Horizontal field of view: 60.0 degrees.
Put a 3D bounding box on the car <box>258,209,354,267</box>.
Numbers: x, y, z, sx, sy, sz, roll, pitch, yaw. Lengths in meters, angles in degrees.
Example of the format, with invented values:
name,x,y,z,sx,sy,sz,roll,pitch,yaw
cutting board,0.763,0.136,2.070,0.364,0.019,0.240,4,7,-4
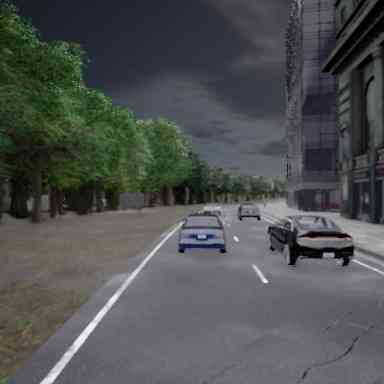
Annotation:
name,x,y,z,sx,sy,sz,roll,pitch,yaw
car,3.880,1.553,11.641,2.128,1.511,4.902,0,0,2

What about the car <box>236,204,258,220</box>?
name,x,y,z,sx,sy,sz,roll,pitch,yaw
car,5.049,1.759,29.961,2.033,1.411,5.357,0,-1,5

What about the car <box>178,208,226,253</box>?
name,x,y,z,sx,sy,sz,roll,pitch,yaw
car,0.459,1.622,14.115,2.033,1.411,5.357,0,0,3

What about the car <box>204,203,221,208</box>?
name,x,y,z,sx,sy,sz,roll,pitch,yaw
car,2.435,1.900,38.512,1.895,1.301,4.718,0,-1,7
